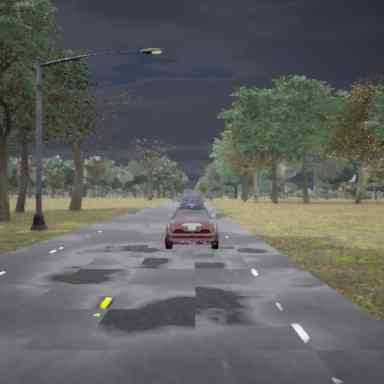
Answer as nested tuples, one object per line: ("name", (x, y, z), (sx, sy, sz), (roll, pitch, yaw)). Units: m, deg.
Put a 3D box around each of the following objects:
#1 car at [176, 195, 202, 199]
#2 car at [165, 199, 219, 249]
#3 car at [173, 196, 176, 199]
("car", (0.000, 1.284, 29.686), (2.150, 2.045, 5.566), (0, 0, 0))
("car", (0.000, 1.375, 14.623), (2.097, 1.767, 4.553), (0, 0, 0))
("car", (-3.500, 1.712, 75.994), (1.994, 1.385, 4.181), (0, 0, 0))
